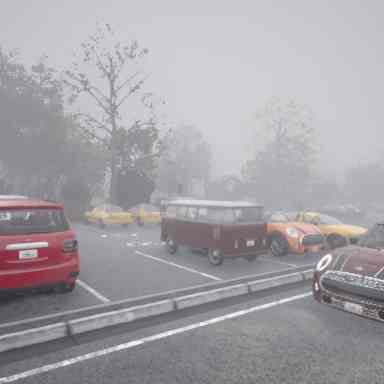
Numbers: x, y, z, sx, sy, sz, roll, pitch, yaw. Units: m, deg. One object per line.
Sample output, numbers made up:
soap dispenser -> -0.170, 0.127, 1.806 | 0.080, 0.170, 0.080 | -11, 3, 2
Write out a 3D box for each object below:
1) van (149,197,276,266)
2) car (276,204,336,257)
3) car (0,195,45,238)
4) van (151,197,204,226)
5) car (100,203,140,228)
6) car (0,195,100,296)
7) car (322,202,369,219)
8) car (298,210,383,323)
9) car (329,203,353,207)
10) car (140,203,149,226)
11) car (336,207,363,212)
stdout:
van -> 0.495, 1.280, 11.767 | 1.878, 1.987, 4.442 | 1, 0, -36
car -> 3.008, 1.417, 13.473 | 2.185, 1.767, 4.553 | 1, -1, -36
car -> -10.299, 1.210, 18.934 | 2.435, 2.045, 5.566 | 0, 0, -36
van -> -1.181, 1.374, 25.392 | 1.878, 1.987, 4.442 | 1, -1, -36
car -> -5.787, 1.516, 22.447 | 1.946, 1.575, 5.366 | 1, 0, -36
car -> -4.474, 1.200, 8.071 | 2.435, 2.045, 5.566 | 1, 0, -36
car -> 18.181, 2.125, 39.500 | 2.185, 1.767, 4.553 | 2, -1, -35
car -> 4.573, 1.392, 6.944 | 4.553, 1.767, 2.097 | 1, 0, -35
car -> 15.632, 2.187, 37.609 | 2.002, 1.452, 4.674 | 2, -1, -36
car -> -3.627, 1.552, 24.002 | 1.946, 1.575, 5.366 | 1, -1, -36
car -> 5.500, 1.586, 15.001 | 1.946, 1.575, 5.366 | 1, -1, -36
